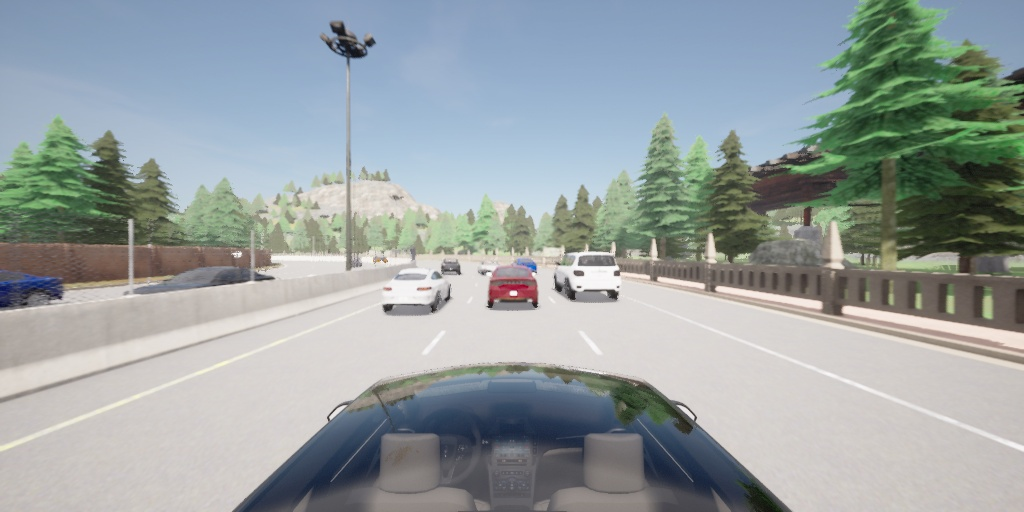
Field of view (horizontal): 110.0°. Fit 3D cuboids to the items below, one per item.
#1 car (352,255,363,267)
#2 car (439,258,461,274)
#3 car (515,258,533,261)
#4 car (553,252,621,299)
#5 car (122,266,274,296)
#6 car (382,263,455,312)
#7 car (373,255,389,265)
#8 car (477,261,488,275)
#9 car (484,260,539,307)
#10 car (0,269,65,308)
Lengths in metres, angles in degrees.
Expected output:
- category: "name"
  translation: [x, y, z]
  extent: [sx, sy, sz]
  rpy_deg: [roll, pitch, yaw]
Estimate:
- category: "car"
  translation: [-22.602, 0.682, 51.410]
  extent: [2.097, 1.767, 4.553]
  rpy_deg: [0, 1, -25]
- category: "car"
  translation: [-6.048, 0.960, 34.944]
  extent: [2.128, 1.511, 4.902]
  rpy_deg: [0, 0, -12]
- category: "car"
  translation: [1.048, 0.944, 35.190]
  extent: [1.882, 1.535, 5.008]
  rpy_deg: [0, 0, -12]
- category: "car"
  translation: [3.398, 0.842, 17.121]
  extent: [2.150, 2.045, 5.566]
  rpy_deg: [0, 1, -3]
- category: "car"
  translation: [-10.670, 1.135, 12.703]
  extent: [1.882, 1.535, 5.008]
  rpy_deg: [0, 1, -1]
- category: "car"
  translation: [-3.489, 1.175, 13.614]
  extent: [1.812, 1.442, 4.674]
  rpy_deg: [0, 0, -2]
- category: "car"
  translation: [-19.418, 0.524, 52.862]
  extent: [1.994, 1.385, 4.181]
  rpy_deg: [0, 1, -25]
- category: "car"
  translation: [-2.203, 1.079, 33.842]
  extent: [1.895, 1.301, 4.718]
  rpy_deg: [0, 0, -11]
- category: "car"
  translation: [-0.027, 1.116, 14.865]
  extent: [1.882, 1.535, 5.008]
  rpy_deg: [0, 0, -2]
- category: "car"
  translation: [-17.637, 1.147, 11.225]
  extent: [1.882, 1.535, 5.008]
  rpy_deg: [0, 1, -1]
